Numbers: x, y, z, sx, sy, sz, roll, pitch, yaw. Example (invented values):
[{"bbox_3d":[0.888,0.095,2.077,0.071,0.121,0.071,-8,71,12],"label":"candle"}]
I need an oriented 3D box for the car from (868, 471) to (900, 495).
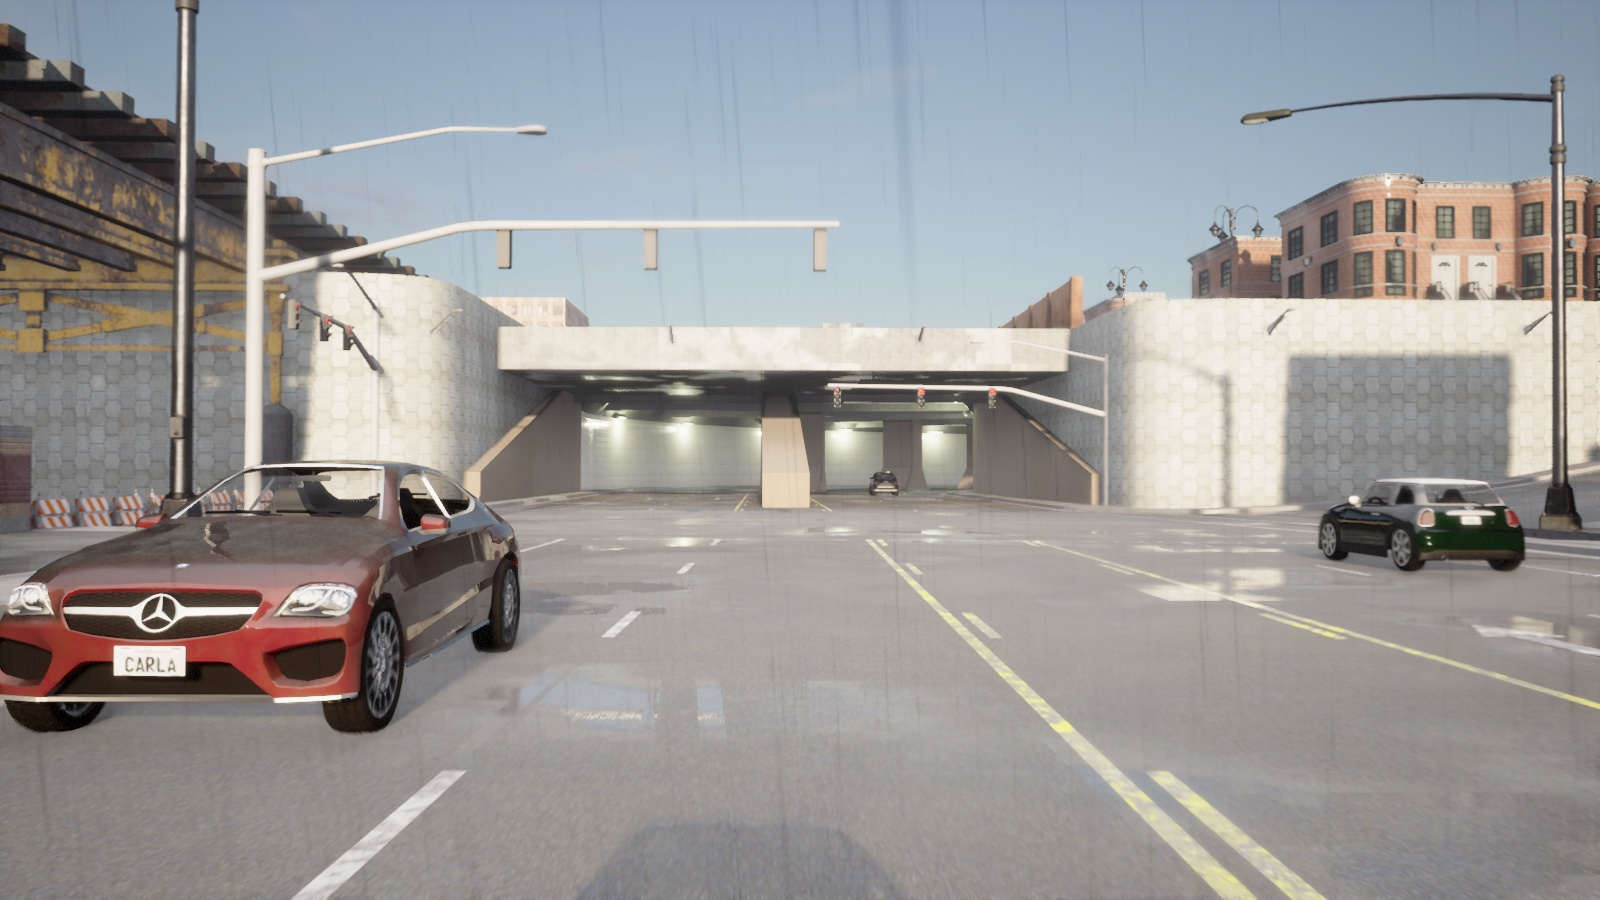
[{"bbox_3d":[5.471,2.148,82.191,1.789,1.549,3.705,0,-1,-1],"label":"car"}]

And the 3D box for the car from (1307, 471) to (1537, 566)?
[{"bbox_3d":[10.474,1.098,21.490,1.970,1.475,3.806,0,-1,-1],"label":"car"}]

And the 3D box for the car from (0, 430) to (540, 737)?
[{"bbox_3d":[-3.524,0.763,9.319,2.152,1.651,5.027,0,-1,0],"label":"car"}]
